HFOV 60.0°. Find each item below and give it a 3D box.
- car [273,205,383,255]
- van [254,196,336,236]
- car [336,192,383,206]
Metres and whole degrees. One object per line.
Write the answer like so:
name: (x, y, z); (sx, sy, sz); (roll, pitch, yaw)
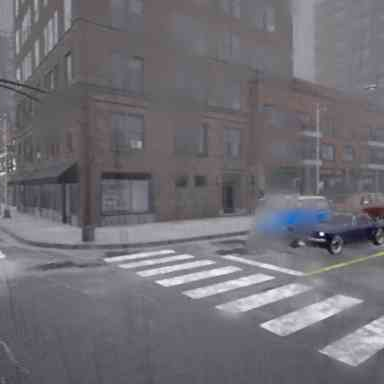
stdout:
car: (5.428, 1.373, 12.384); (4.718, 1.301, 1.895); (-1, 1, -36)
van: (4.579, 1.080, 15.162); (3.998, 1.788, 1.690); (-1, 1, -37)
car: (9.059, 0.966, 18.515); (5.009, 1.841, 2.192); (-1, 1, -37)
